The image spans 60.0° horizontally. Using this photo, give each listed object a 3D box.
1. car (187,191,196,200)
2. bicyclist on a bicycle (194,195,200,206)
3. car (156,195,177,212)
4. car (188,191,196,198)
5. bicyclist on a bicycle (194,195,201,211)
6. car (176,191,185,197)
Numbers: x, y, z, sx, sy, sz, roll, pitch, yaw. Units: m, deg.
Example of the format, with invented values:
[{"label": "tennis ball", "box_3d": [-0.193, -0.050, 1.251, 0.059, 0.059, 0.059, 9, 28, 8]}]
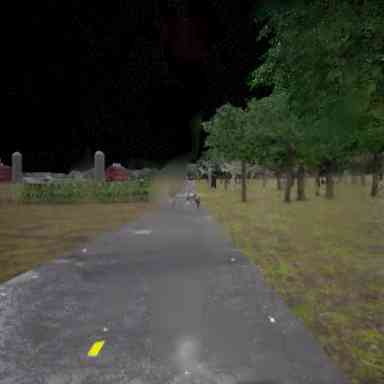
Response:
[{"label": "car", "box_3d": [-0.007, 0.979, 70.323, 1.812, 1.442, 4.674, 0, 1, 0]}, {"label": "bicyclist on a bicycle", "box_3d": [0.729, 1.195, 49.227, 0.866, 1.612, 1.509, 0, 1, 0]}, {"label": "car", "box_3d": [-2.844, 1.394, 37.125, 1.882, 1.535, 5.008, 0, 1, 0]}, {"label": "car", "box_3d": [-0.009, 0.583, 80.442, 2.097, 1.767, 4.553, 0, 1, 0]}, {"label": "bicyclist on a bicycle", "box_3d": [0.752, 1.354, 38.523, 0.582, 1.620, 1.656, 0, 0, 0]}, {"label": "car", "box_3d": [-2.757, 0.572, 78.193, 1.837, 1.490, 4.892, 0, 1, 0]}]
